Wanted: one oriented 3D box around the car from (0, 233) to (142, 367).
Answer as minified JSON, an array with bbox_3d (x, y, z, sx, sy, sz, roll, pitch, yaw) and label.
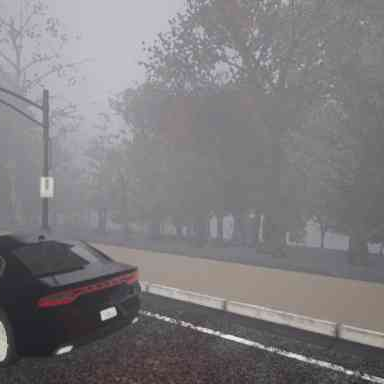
[{"bbox_3d":[-3.088,1.475,5.882,5.008,1.535,1.882,0,0,37],"label":"car"}]
